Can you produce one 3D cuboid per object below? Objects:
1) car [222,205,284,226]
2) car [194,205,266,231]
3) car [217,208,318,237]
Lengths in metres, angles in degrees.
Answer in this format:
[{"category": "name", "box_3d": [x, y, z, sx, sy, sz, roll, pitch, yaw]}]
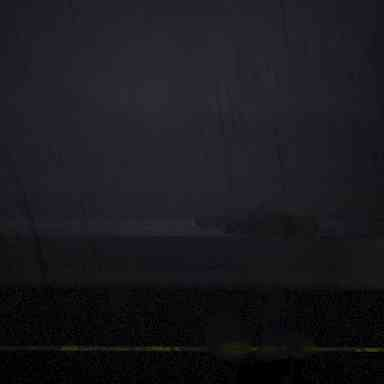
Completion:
[{"category": "car", "box_3d": [4.332, 1.675, 24.129, 4.181, 1.385, 1.994, 0, 0, 0]}, {"category": "car", "box_3d": [2.471, 1.689, 20.639, 4.718, 1.301, 1.895, 0, 0, 0]}, {"category": "car", "box_3d": [3.835, 1.683, 17.138, 4.718, 1.301, 1.895, 0, 0, 0]}]
